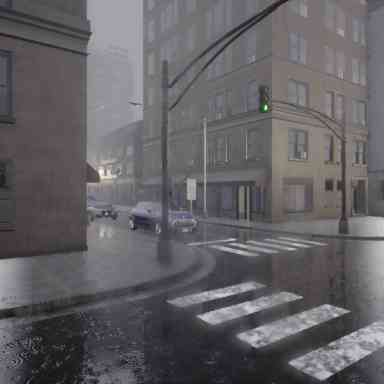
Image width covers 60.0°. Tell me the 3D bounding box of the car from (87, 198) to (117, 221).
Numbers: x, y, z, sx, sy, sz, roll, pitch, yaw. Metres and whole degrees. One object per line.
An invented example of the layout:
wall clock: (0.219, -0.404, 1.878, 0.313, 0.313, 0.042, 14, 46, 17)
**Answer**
car: (-7.418, 1.428, 26.084, 1.994, 1.385, 4.181, 0, 0, -35)

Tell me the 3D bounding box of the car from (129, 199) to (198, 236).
car: (-1.624, 1.269, 17.977, 2.097, 1.767, 4.553, 0, 0, -36)

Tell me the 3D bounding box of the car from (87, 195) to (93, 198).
car: (-12.656, 1.149, 38.468, 2.097, 1.767, 4.553, 0, 0, -36)
